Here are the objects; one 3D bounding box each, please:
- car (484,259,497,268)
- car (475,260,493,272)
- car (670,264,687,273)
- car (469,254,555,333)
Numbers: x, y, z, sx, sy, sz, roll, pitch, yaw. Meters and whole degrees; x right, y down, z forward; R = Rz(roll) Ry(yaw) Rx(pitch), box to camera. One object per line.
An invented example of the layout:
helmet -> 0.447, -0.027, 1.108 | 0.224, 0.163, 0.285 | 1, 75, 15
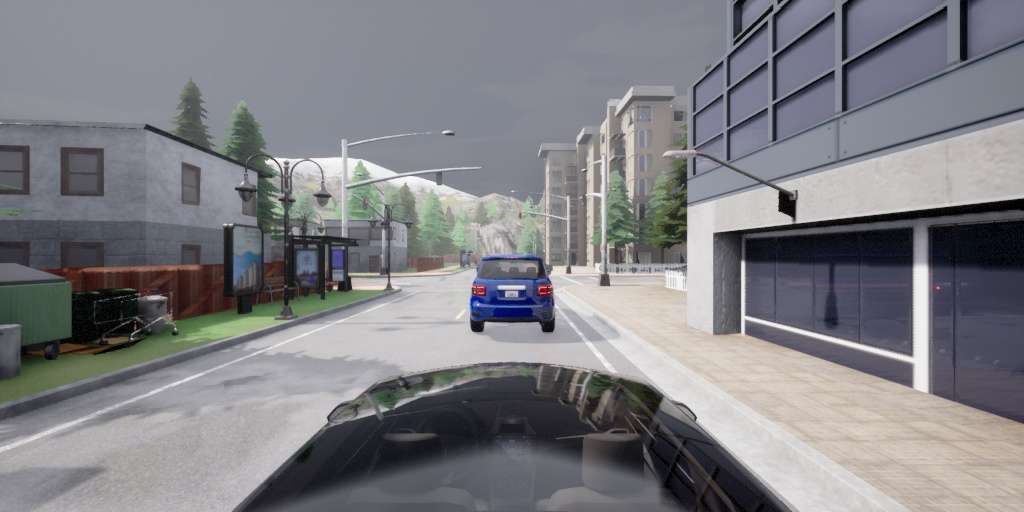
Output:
car -> -3.584, 1.227, 60.266 | 1.882, 1.535, 5.008 | 0, 0, 0
car -> -3.599, 1.297, 47.279 | 2.033, 1.411, 5.357 | 0, 0, 0
car -> 16.500, 1.270, 31.858 | 4.892, 1.490, 1.837 | 0, 0, -2
car -> 0.050, 0.971, 10.939 | 2.150, 2.045, 5.566 | 0, 0, 1
